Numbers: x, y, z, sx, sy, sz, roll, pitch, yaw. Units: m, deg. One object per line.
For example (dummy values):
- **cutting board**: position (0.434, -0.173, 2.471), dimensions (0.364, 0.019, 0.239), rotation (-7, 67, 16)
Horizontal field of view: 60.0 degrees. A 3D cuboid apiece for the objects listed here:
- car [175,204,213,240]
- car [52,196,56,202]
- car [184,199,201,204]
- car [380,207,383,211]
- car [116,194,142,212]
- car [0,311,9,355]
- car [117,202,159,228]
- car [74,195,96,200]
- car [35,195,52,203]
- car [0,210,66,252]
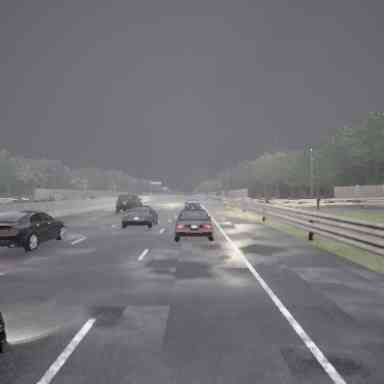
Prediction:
- **car**: position (0.093, 1.563, 16.993), dimensions (2.033, 1.411, 5.357), rotation (0, 0, 0)
- **car**: position (-21.024, 1.336, 55.680), dimensions (1.895, 1.301, 4.718), rotation (0, 0, 0)
- **car**: position (0.084, 1.586, 38.782), dimensions (1.812, 1.442, 4.674), rotation (0, 0, 0)
- **car**: position (21.481, 1.295, 33.621), dimensions (1.895, 1.301, 4.718), rotation (0, -3, -18)
- **car**: position (-6.916, 1.277, 36.941), dimensions (2.150, 2.045, 5.566), rotation (0, 0, 0)
- **car**: position (-3.401, 1.565, 2.668), dimensions (1.994, 1.385, 4.181), rotation (0, 0, 0)
- **car**: position (-3.409, 1.587, 22.394), dimensions (1.994, 1.385, 4.181), rotation (0, 0, 0)
- **car**: position (-17.524, 1.136, 55.741), dimensions (2.097, 1.767, 4.553), rotation (0, 0, 0)
- **car**: position (-24.524, 1.258, 55.708), dimensions (1.882, 1.535, 5.008), rotation (0, 0, 0)
- **car**: position (-6.906, 1.516, 13.970), dimensions (1.837, 1.490, 4.892), rotation (0, 0, 0)
